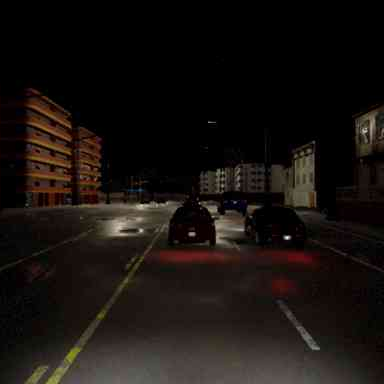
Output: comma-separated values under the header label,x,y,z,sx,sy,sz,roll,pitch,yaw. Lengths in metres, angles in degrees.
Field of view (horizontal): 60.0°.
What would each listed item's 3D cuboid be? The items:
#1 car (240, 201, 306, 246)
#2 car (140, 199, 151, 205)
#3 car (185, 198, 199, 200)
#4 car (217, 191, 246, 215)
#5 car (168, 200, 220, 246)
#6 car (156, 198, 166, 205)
label,x,y,z,sx,sy,sz,roll,pitch,yaw
car,3.501,1.387,14.643,1.837,1.490,4.892,0,1,0
car,-10.497,2.254,74.720,1.895,1.301,4.718,0,-2,0
car,0.001,1.243,29.655,2.033,1.411,5.357,0,0,0
car,3.502,0.938,29.684,2.150,2.045,5.566,0,0,0
car,0.001,1.355,14.642,1.882,1.535,5.008,0,1,0
car,-6.997,2.160,74.753,1.837,1.490,4.892,0,-2,0
